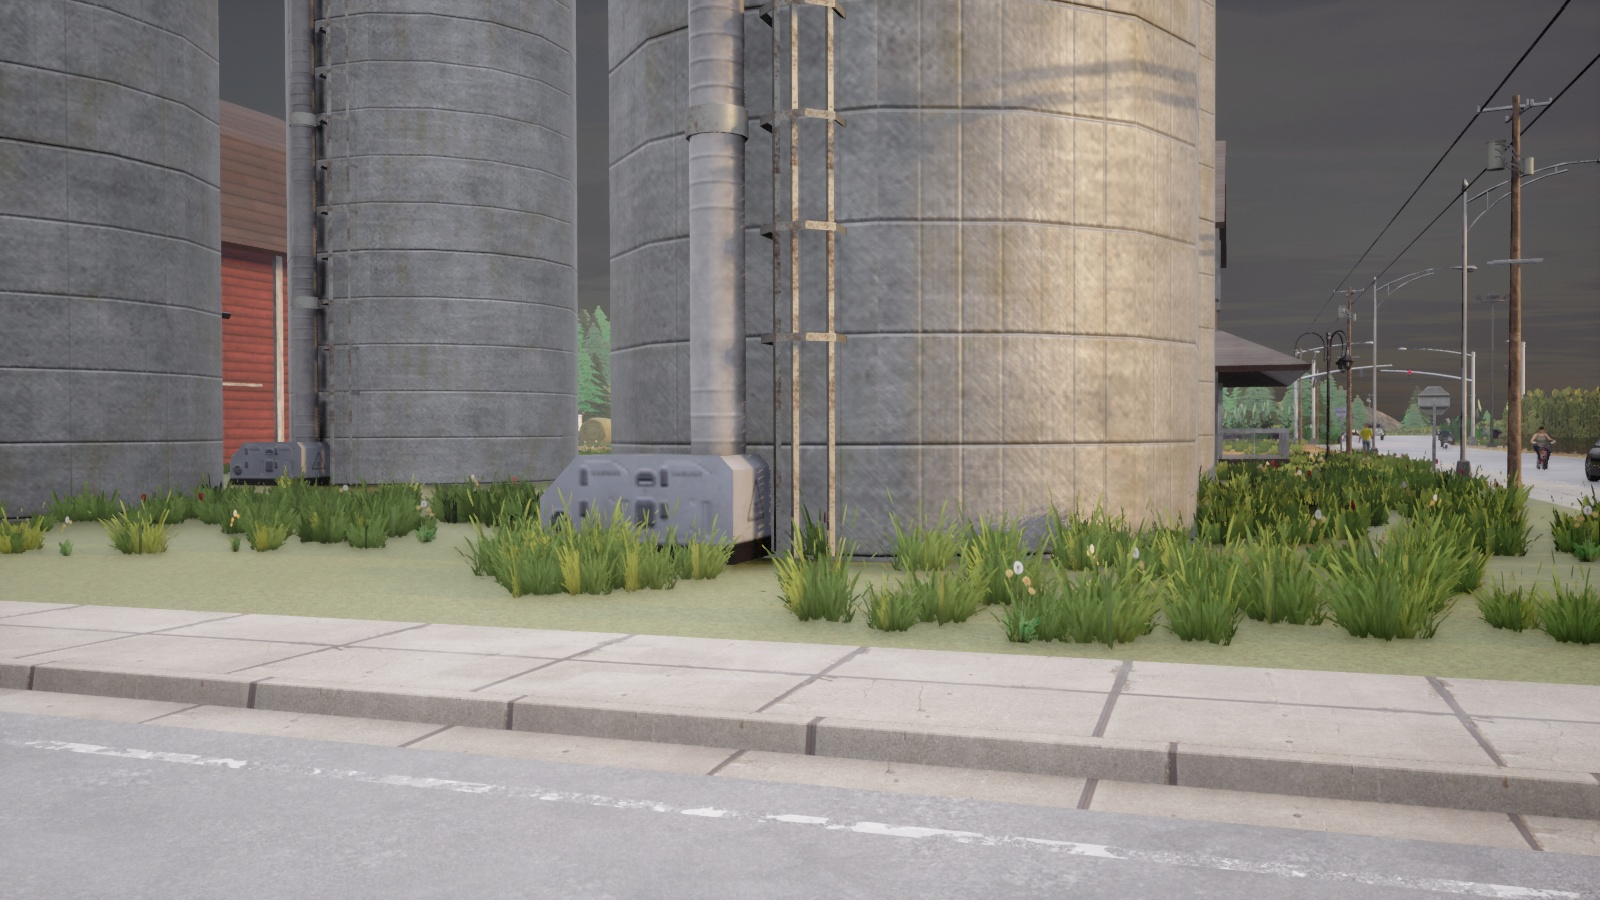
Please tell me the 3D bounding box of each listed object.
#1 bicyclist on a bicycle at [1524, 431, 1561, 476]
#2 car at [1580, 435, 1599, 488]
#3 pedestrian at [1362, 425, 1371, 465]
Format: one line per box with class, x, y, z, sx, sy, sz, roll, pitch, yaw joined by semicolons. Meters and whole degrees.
bicyclist on a bicycle;27.137;0.130;45.889;0.866;1.612;1.509;1;1;19
car;23.213;0.323;34.756;1.970;1.475;3.806;1;1;19
pedestrian;26.635;-0.243;59.004;0.354;1.836;0.706;1;1;26
